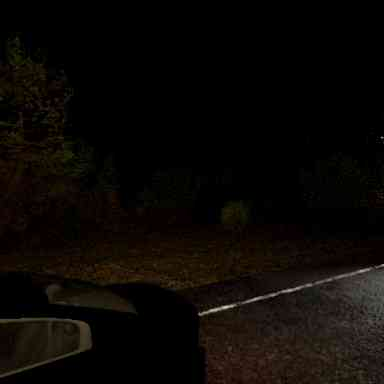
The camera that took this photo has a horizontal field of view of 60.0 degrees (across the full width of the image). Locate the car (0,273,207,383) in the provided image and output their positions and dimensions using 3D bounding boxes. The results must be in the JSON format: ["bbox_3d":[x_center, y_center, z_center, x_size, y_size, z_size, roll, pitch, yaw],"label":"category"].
[{"bbox_3d":[-2.204,1.478,2.418,5.008,1.535,1.882,0,0,-35],"label":"car"}]
